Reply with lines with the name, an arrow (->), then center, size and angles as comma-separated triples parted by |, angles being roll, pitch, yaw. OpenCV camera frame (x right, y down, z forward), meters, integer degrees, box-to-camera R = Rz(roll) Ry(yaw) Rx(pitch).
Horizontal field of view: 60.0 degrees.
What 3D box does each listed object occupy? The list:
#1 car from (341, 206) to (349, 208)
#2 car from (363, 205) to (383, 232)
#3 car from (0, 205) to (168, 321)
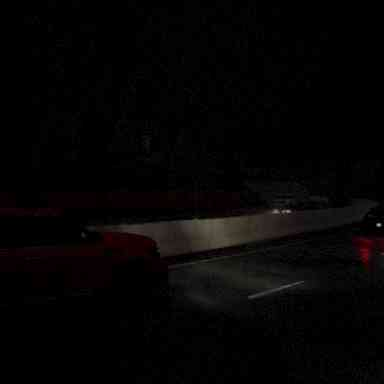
car -> 17.853, 1.264, 40.026 | 2.150, 2.045, 5.566 | 0, 0, 30
car -> 11.477, 1.506, 19.312 | 2.128, 1.511, 4.902 | 0, 0, 42
car -> -3.134, 1.245, 5.959 | 5.566, 2.045, 2.150 | 0, 0, -37
